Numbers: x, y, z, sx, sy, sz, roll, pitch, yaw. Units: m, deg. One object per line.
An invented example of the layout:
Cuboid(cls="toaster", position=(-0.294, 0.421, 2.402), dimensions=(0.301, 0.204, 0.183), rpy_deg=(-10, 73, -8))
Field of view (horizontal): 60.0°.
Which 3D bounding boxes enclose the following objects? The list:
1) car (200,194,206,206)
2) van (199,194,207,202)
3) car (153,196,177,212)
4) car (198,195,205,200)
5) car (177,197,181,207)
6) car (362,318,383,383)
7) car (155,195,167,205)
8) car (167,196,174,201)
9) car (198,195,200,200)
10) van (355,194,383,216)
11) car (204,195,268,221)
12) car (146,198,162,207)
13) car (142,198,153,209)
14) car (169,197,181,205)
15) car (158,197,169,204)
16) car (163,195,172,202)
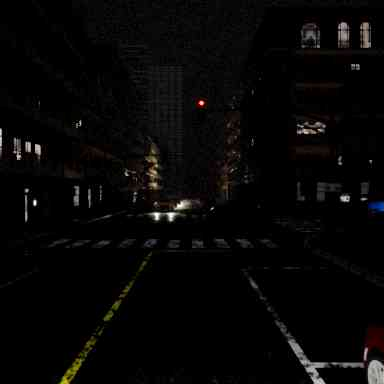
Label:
Cuboid(cls="car", position=(2.656, 1.453, 50.819), dimensions=(1.967, 1.590, 4.097), rpy_deg=(-1, 0, 0))
Cuboid(cls="van", position=(2.640, 1.377, 78.458), dimensions=(1.690, 1.788, 3.998), rpy_deg=(-1, 0, 0))
Cuboid(cls="car", position=(-3.117, 1.483, 39.313), dimensions=(1.882, 1.535, 5.008), rpy_deg=(0, 0, 0))
Cuboid(cls="car", position=(2.633, 1.600, 95.042), dimensions=(1.887, 1.381, 4.507), rpy_deg=(-1, 0, 0))
Cuboid(cls="car", position=(-3.120, 1.560, 49.944), dimensions=(2.033, 1.411, 5.357), rpy_deg=(0, 0, 0))
Cuboid(cls="car", position=(2.684, 1.544, 1.819), dimensions=(1.887, 1.381, 4.507), rpy_deg=(0, 0, 0))
Cuboid(cls="car", position=(-5.730, 1.461, 61.875), dimensions=(1.967, 1.590, 4.097), rpy_deg=(-1, 0, 0))
Cuboid(cls="car", position=(-5.743, 1.631, 89.515), dimensions=(1.802, 1.307, 4.206), rpy_deg=(-1, 0, 0))
Cuboid(cls="car", position=(2.649, 1.576, 67.402), dimensions=(2.008, 1.369, 4.403), rpy_deg=(-1, 0, 0))
Cuboid(cls="van", position=(15.628, 1.035, 27.397), dimensions=(3.998, 1.788, 1.690), rpy_deg=(-1, 1, -1))
Cuboid(cls="car", position=(3.678, 1.334, 26.926), dimensions=(4.553, 1.767, 2.097), rpy_deg=(-1, -1, 28))
Cuboid(cls="car", position=(-5.723, 1.579, 50.819), dimensions=(1.947, 1.339, 4.313), rpy_deg=(0, 0, 0))
Cuboid(cls="car", position=(-5.719, 1.560, 45.292), dimensions=(2.008, 1.369, 4.403), rpy_deg=(0, 0, 0))
Cuboid(cls="car", position=(-3.096, 1.621, 60.790), dimensions=(1.895, 1.301, 4.718), rpy_deg=(0, 0, 1))
Cuboid(cls="car", position=(-5.732, 1.608, 67.403), dimensions=(1.802, 1.307, 4.206), rpy_deg=(-1, 0, 0))
Cuboid(cls="car", position=(-5.738, 1.561, 78.289), dimensions=(1.752, 1.417, 4.829), rpy_deg=(-1, 0, 0))
